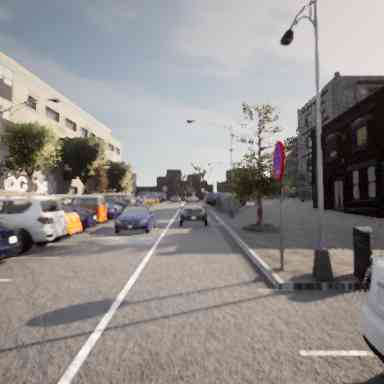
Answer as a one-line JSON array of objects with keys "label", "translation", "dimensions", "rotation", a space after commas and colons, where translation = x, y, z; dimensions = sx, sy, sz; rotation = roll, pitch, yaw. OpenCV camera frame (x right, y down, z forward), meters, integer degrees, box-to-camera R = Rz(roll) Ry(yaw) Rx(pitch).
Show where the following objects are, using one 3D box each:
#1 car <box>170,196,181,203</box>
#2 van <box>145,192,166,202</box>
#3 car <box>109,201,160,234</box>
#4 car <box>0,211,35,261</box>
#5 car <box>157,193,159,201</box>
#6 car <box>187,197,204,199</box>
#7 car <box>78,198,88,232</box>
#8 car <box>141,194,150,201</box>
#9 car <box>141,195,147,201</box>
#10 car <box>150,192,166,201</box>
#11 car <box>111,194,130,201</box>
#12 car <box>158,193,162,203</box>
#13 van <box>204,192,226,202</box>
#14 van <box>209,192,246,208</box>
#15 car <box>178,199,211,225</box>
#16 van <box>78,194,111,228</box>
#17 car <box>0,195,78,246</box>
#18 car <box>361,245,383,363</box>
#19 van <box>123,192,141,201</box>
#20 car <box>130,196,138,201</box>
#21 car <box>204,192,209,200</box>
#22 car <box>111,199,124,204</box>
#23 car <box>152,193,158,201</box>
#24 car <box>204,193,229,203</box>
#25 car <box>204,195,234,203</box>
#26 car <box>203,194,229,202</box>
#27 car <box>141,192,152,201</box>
[{"label": "car", "translation": [-3.034, 1.376, 60.981], "dimensions": [1.895, 1.301, 4.718], "rotation": [0, 0, 1]}, {"label": "van", "translation": [-7.770, 1.059, 71.380], "dimensions": [4.442, 1.987, 1.878], "rotation": [0, -1, 0]}, {"label": "car", "translation": [-3.100, 1.456, 18.947], "dimensions": [1.812, 1.442, 4.674], "rotation": [0, 0, 0]}, {"label": "car", "translation": [-7.679, 1.472, 9.946], "dimensions": [4.792, 1.488, 2.163], "rotation": [0, 0, 0]}, {"label": "car", "translation": [-7.680, 1.329, 49.056], "dimensions": [4.792, 1.488, 2.163], "rotation": [0, 0, 0]}, {"label": "car", "translation": [0.100, 1.328, 40.584], "dimensions": [1.882, 1.535, 5.008], "rotation": [0, 0, 0]}, {"label": "car", "translation": [-7.619, 1.297, 15.533], "dimensions": [4.553, 1.767, 2.185], "rotation": [0, 0, 0]}, {"label": "car", "translation": [-7.645, 1.341, 37.882], "dimensions": [4.892, 1.521, 2.231], "rotation": [0, 0, 0]}, {"label": "car", "translation": [-7.657, 1.352, 35.088], "dimensions": [4.892, 1.521, 2.231], "rotation": [0, 0, 0]}, {"label": "car", "translation": [-7.624, 0.997, 63.024], "dimensions": [5.566, 2.045, 2.435], "rotation": [0, 0, 0]}, {"label": "car", "translation": [-7.681, 1.256, 26.706], "dimensions": [4.553, 1.767, 2.185], "rotation": [0, 0, 0]}, {"label": "car", "translation": [-7.838, 1.286, 51.850], "dimensions": [5.366, 1.575, 1.946], "rotation": [0, 0, 0]}, {"label": "van", "translation": [4.794, 1.029, 68.854], "dimensions": [4.442, 1.987, 1.878], "rotation": [0, -1, 0]}, {"label": "van", "translation": [4.795, 1.093, 43.748], "dimensions": [4.442, 1.987, 1.878], "rotation": [0, 0, 0]}, {"label": "car", "translation": [0.101, 1.440, 23.255], "dimensions": [1.812, 1.442, 4.674], "rotation": [0, 0, 0]}, {"label": "van", "translation": [-7.767, 1.176, 21.120], "dimensions": [4.442, 1.987, 1.878], "rotation": [0, 0, 0]}, {"label": "car", "translation": [-7.678, 1.181, 12.737], "dimensions": [5.566, 2.045, 2.435], "rotation": [0, 0, 0]}, {"label": "car", "translation": [4.708, 1.216, 3.308], "dimensions": [5.566, 2.045, 2.435], "rotation": [0, 0, 0]}, {"label": "van", "translation": [-7.534, 1.135, 32.294], "dimensions": [4.442, 1.987, 1.878], "rotation": [0, 0, 0]}, {"label": "car", "translation": [-7.646, 1.371, 29.376], "dimensions": [5.008, 1.535, 2.097], "rotation": [0, 0, 0]}, {"label": "car", "translation": [4.707, 1.057, 46.539], "dimensions": [5.566, 2.045, 2.435], "rotation": [0, 0, 0]}, {"label": "car", "translation": [-7.648, 1.432, 23.914], "dimensions": [4.674, 1.452, 2.002], "rotation": [0, 0, 0]}, {"label": "car", "translation": [-7.837, 1.307, 46.263], "dimensions": [5.366, 1.575, 1.946], "rotation": [0, 0, 0]}, {"label": "car", "translation": [4.646, 1.122, 63.288], "dimensions": [4.553, 1.767, 2.185], "rotation": [0, 0, 0]}, {"label": "car", "translation": [4.863, 1.255, 60.370], "dimensions": [5.366, 1.575, 1.946], "rotation": [0, 0, 0]}, {"label": "car", "translation": [4.683, 1.242, 66.078], "dimensions": [5.008, 1.535, 2.097], "rotation": [0, 0, 0]}, {"label": "car", "translation": [-7.619, 1.204, 40.673], "dimensions": [4.553, 1.767, 2.185], "rotation": [0, 0, 0]}]
